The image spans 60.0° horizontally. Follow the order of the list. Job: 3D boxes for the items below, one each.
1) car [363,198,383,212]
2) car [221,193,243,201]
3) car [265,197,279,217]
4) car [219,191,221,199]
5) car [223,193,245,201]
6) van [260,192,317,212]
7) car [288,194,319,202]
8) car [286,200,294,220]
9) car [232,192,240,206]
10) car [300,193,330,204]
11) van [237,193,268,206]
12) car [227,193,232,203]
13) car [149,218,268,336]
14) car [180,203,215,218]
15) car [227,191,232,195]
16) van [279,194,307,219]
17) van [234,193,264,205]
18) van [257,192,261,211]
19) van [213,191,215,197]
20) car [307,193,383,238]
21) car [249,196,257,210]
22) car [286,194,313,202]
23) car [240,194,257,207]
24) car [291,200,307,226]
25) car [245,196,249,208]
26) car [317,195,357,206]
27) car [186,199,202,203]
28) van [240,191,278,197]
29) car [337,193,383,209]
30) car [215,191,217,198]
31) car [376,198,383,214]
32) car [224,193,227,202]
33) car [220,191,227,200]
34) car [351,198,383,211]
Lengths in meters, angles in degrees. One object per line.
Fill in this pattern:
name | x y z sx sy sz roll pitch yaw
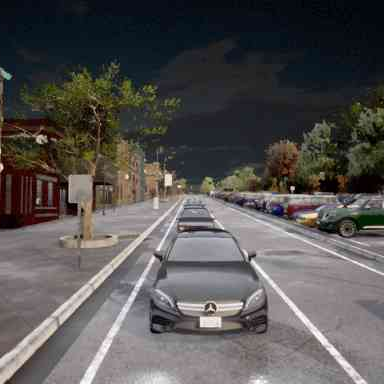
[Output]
car | 22.177 1.469 37.497 4.792 1.488 2.163 0 0 0
car | 8.834 1.014 73.174 4.553 1.767 2.185 0 1 0
car | 9.189 1.460 28.316 5.008 1.535 2.097 0 0 0
car | 8.878 0.938 67.567 5.566 2.045 2.435 0 1 0
car | 8.855 1.039 70.371 4.553 1.767 2.185 0 1 0
van | 9.057 1.230 31.122 4.442 1.987 1.878 0 0 0
car | 21.818 1.209 65.259 5.366 1.575 1.946 0 0 0
car | 9.238 1.506 22.710 4.674 1.452 2.002 0 0 0
car | 9.022 1.113 47.944 5.566 2.045 2.435 0 1 0
car | 22.075 1.136 59.709 4.553 1.767 2.185 0 1 0
van | 9.146 1.113 50.750 4.442 1.987 1.878 0 1 0
car | 8.982 1.290 56.357 4.892 1.521 2.231 0 1 0
car | 0.251 1.524 6.895 1.812 1.442 4.674 0 0 0
car | 0.189 1.532 17.474 2.033 1.411 5.357 0 0 0
car | 8.999 1.139 59.159 4.553 1.767 2.185 0 1 0
van | 9.331 1.237 25.513 4.442 1.987 1.878 0 0 0
van | 9.126 1.089 53.553 4.442 1.987 1.878 0 1 0
van | 9.269 1.222 33.925 4.442 1.987 1.878 0 0 0
van | 8.626 0.764 89.991 4.442 1.987 1.878 0 1 0
car | 9.248 1.221 17.102 5.566 2.045 2.435 0 0 0
car | 9.162 1.470 36.728 4.792 1.488 2.163 0 0 0
car | 21.989 1.188 68.037 4.892 1.521 2.231 0 1 0
car | 9.098 1.409 42.339 4.892 1.521 2.231 0 0 0
car | 9.070 1.466 19.905 5.366 1.575 1.946 0 0 0
car | 9.109 1.466 39.536 4.674 1.452 2.002 0 0 0
car | 22.291 1.332 51.383 5.366 1.575 1.946 0 1 0
car | 0.212 1.441 30.248 2.128 1.511 4.902 0 0 0
van | 9.187 1.163 45.145 4.442 1.987 1.878 0 0 0
car | 22.138 1.153 43.053 5.566 2.045 2.435 0 0 0
car | 8.799 1.065 81.585 5.008 1.535 2.097 0 1 0
car | 22.412 1.444 34.726 5.366 1.575 1.946 0 0 0
car | 8.945 1.279 61.963 4.674 1.452 2.002 0 1 0
car | 8.899 0.963 64.764 5.566 2.045 2.435 0 1 0
car | 22.215 1.452 40.280 4.792 1.488 2.163 0 0 0
